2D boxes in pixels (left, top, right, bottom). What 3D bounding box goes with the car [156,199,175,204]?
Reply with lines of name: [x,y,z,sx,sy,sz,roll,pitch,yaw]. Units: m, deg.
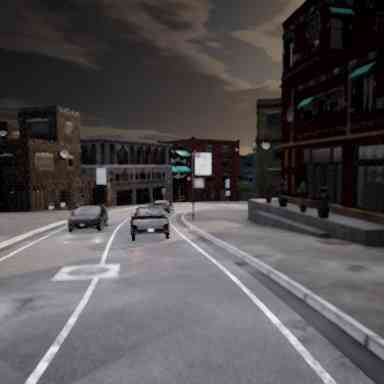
car: [-3.007,1.558,35.600,1.837,1.490,4.892,0,0,5]

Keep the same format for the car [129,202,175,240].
car: [-2.202,1.493,17.220,2.128,1.511,4.902,-1,0,-9]

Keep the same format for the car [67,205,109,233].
car: [-6.378,1.547,20.811,1.882,1.535,5.008,-1,0,-7]
